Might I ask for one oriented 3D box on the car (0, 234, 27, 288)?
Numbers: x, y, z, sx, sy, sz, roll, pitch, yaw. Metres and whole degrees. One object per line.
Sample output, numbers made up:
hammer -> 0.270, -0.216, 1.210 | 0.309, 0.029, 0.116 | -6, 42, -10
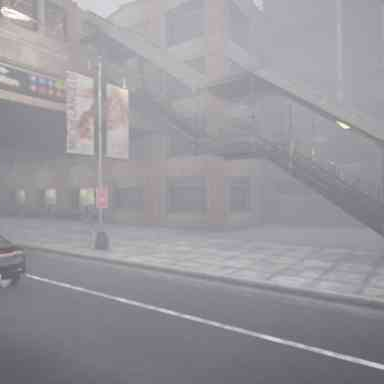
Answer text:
car -> -6.047, 1.586, 8.289 | 4.902, 1.511, 2.128 | 0, 0, 36
